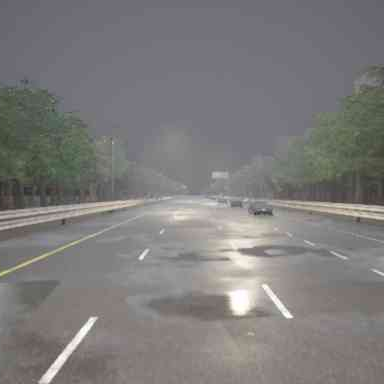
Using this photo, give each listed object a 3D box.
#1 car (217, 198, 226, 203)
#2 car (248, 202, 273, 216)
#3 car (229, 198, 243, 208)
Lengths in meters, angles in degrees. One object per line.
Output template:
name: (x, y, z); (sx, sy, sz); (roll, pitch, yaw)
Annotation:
car: (7.333, 2.081, 82.295); (1.994, 1.385, 4.181); (0, 0, 1)
car: (7.050, 1.725, 34.664); (1.994, 1.385, 4.181); (0, 0, 0)
car: (7.137, 1.811, 54.438); (1.837, 1.490, 4.892); (0, 0, 0)
